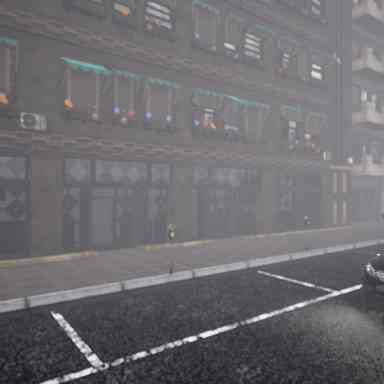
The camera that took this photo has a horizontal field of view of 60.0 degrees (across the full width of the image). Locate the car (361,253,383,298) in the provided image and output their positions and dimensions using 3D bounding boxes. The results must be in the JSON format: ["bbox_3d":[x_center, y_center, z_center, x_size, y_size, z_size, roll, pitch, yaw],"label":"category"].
[{"bbox_3d":[5.698,1.546,7.445,4.674,1.442,1.812,0,0,-35],"label":"car"}]
